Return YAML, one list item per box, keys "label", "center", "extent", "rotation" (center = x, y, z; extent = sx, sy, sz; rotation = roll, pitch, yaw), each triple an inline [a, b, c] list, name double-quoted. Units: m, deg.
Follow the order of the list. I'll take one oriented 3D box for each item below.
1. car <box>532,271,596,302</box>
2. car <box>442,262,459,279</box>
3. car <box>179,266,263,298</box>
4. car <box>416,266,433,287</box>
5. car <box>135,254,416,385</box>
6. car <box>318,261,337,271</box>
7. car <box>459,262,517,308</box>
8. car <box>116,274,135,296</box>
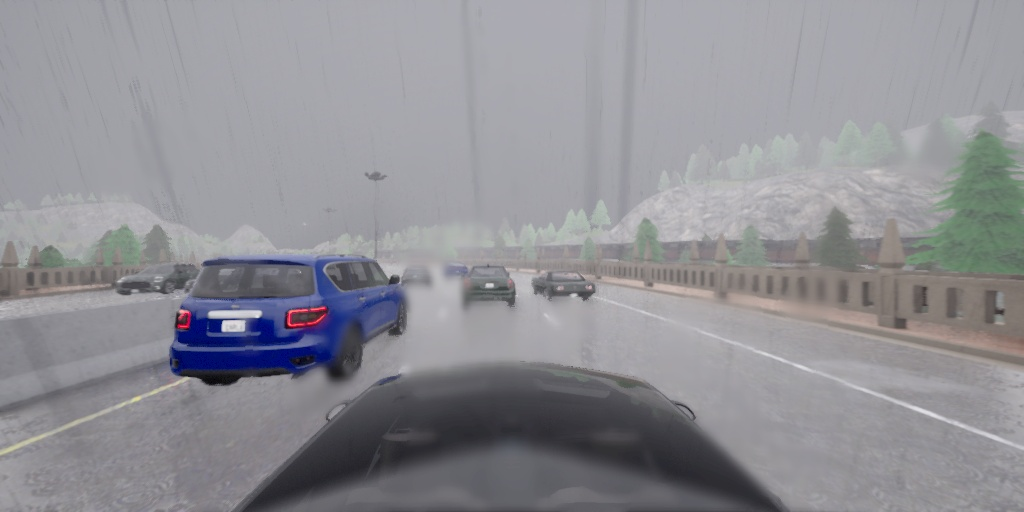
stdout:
- label: "car"
  center: [2.238, 1.345, 16.962]
  extent: [1.895, 1.301, 4.718]
  rotation: [0, 0, -9]
- label: "car"
  center: [-5.267, 1.275, 33.108]
  extent: [1.882, 1.535, 5.008]
  rotation: [0, 0, -18]
- label: "car"
  center: [-16.489, 1.374, 20.680]
  extent: [1.837, 1.490, 4.892]
  rotation: [0, 0, -13]
- label: "car"
  center: [-6.560, 1.368, 24.968]
  extent: [1.994, 1.385, 4.181]
  rotation: [0, 0, -14]
- label: "car"
  center: [-3.705, 0.993, 7.269]
  extent: [2.150, 2.045, 5.566]
  rotation: [0, 0, -3]
- label: "car"
  center: [-28.463, 1.519, 55.253]
  extent: [1.837, 1.490, 4.892]
  rotation: [0, 0, -35]
- label: "car"
  center: [-1.118, 1.115, 15.429]
  extent: [2.097, 1.767, 4.553]
  rotation: [0, 0, -8]
- label: "car"
  center: [-20.113, 1.247, 20.786]
  extent: [2.097, 1.767, 4.553]
  rotation: [0, 0, -14]
